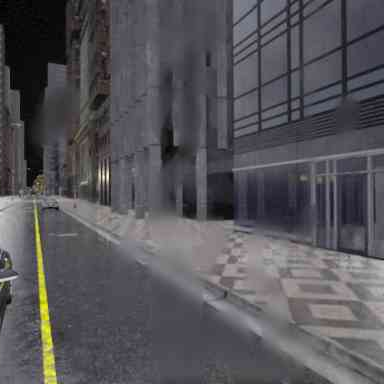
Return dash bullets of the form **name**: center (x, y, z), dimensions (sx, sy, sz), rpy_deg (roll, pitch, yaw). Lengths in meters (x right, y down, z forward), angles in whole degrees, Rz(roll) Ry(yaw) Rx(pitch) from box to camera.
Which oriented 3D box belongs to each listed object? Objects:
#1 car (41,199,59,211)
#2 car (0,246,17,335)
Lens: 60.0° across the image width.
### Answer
- **car**: center (-17.288, 1.545, 40.514), dimensions (2.033, 1.411, 5.357), rpy_deg (0, 0, -26)
- **car**: center (-3.870, 1.506, 5.061), dimensions (1.837, 1.490, 4.892), rpy_deg (0, 0, -25)
